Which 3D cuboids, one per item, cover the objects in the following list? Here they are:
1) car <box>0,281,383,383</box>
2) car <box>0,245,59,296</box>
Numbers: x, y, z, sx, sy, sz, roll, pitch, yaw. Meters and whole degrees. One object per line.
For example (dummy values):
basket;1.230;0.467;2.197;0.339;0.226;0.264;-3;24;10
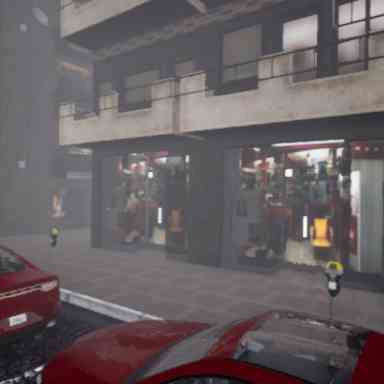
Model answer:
car;0.539;1.577;2.325;4.206;1.307;1.802;0;1;36
car;-4.073;1.507;5.614;4.507;1.381;1.887;0;1;36
